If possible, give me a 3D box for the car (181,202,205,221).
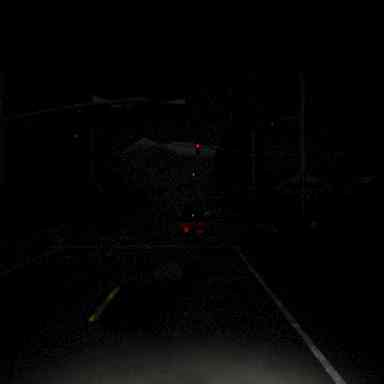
[{"bbox_3d":[0.090,1.598,29.653,2.128,1.511,4.902,0,3,0],"label":"car"}]
